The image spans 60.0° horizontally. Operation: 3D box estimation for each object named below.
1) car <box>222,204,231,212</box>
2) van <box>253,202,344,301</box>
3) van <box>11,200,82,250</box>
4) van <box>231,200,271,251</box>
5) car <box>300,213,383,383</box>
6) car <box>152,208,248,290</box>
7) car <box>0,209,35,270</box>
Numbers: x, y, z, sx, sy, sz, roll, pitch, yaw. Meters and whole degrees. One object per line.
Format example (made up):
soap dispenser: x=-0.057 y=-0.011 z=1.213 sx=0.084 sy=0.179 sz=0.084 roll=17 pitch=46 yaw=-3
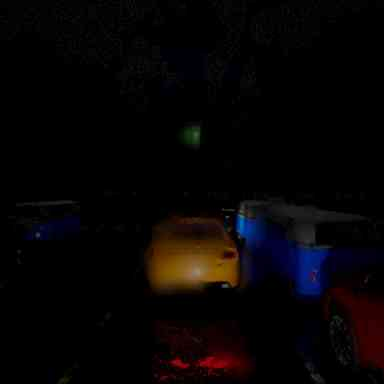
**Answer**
car: x=3.937 y=1.385 z=22.552 sx=2.128 sy=1.511 sz=4.902 roll=1 pitch=0 yaw=45
van: x=2.753 y=1.282 z=7.911 sx=1.690 sy=1.788 sz=3.998 roll=0 pitch=0 yaw=0
van: x=-5.779 y=1.242 z=13.339 sx=1.690 sy=1.788 sz=3.998 roll=0 pitch=0 yaw=0
van: x=2.747 y=1.242 z=13.348 sx=1.690 sy=1.788 sz=3.998 roll=0 pitch=0 yaw=0
car: x=2.759 y=1.296 z=2.473 sx=2.192 sy=1.841 sz=5.009 roll=0 pitch=0 yaw=0
car: x=0.088 y=1.411 z=8.941 sx=1.882 sy=1.535 sz=5.008 roll=0 pitch=0 yaw=0
car: x=-5.772 y=1.381 z=7.902 sx=1.967 sy=1.590 sz=4.097 roll=0 pitch=0 yaw=0
